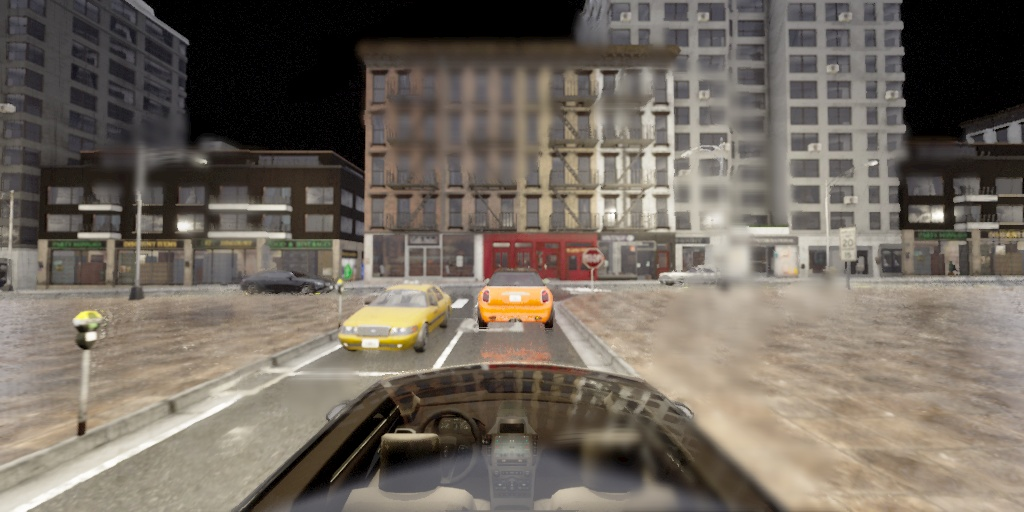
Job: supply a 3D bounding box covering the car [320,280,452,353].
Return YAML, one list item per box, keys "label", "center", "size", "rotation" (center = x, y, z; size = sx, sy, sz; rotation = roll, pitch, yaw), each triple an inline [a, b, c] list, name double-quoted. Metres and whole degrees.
- label: "car"
  center: [-2.635, 1.314, 9.063]
  size: [1.751, 1.417, 4.829]
  rotation: [0, 0, 0]

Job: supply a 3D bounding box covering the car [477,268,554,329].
- label: "car"
  center: [0.176, 1.152, 11.610]
  size: [2.097, 1.767, 4.553]
  rotation: [0, 0, 2]

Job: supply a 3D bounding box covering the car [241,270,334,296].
- label: "car"
  center: [-12.362, 1.501, 19.899]
  size: [4.674, 1.442, 1.812]
  rotation: [-1, -2, 0]

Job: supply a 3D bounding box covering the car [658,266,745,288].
- label: "car"
  center: [11.947, 1.333, 22.893]
  size: [4.718, 1.301, 1.895]
  rotation: [-1, -2, 0]
